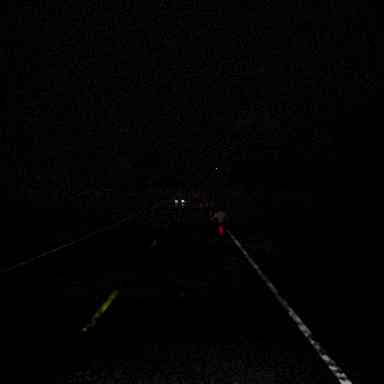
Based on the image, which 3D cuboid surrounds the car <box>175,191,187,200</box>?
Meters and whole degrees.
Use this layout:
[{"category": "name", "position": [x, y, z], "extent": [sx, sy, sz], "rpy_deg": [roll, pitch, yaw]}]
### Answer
[{"category": "car", "position": [-2.651, 1.045, 72.157], "extent": [1.812, 1.442, 4.674], "rpy_deg": [0, 0, 1]}]

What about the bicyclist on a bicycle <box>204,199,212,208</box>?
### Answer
[{"category": "bicyclist on a bicycle", "position": [1.247, 1.284, 22.868], "extent": [0.866, 1.612, 1.509], "rpy_deg": [0, 0, 0]}]

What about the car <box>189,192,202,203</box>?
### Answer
[{"category": "car", "position": [0.767, 1.149, 56.649], "extent": [1.812, 1.442, 4.674], "rpy_deg": [0, 0, 1]}]

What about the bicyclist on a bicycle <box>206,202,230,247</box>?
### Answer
[{"category": "bicyclist on a bicycle", "position": [1.135, 1.347, 13.398], "extent": [0.866, 1.612, 1.509], "rpy_deg": [0, 0, 0]}]
